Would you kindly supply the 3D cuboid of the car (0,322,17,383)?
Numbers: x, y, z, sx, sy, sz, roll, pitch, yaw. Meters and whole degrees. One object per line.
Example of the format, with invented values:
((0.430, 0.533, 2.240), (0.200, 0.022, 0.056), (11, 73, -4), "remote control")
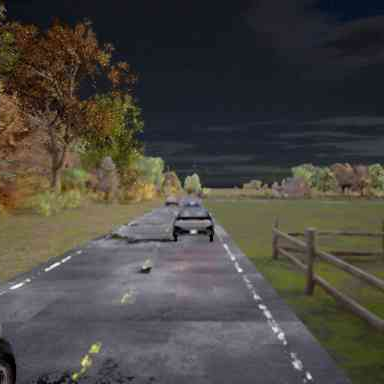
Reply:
((-2.750, 1.563, 1.642), (1.994, 1.385, 4.181), (0, 0, 0), "car")

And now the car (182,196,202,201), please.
((0.026, 1.229, 36.629), (2.097, 1.767, 4.553), (0, 0, 0), "car")

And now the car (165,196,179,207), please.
((-2.847, 1.324, 47.919), (1.882, 1.535, 5.008), (0, 0, 0), "car")

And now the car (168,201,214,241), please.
((0.061, 1.437, 16.308), (2.128, 1.511, 4.902), (0, 0, 0), "car")
